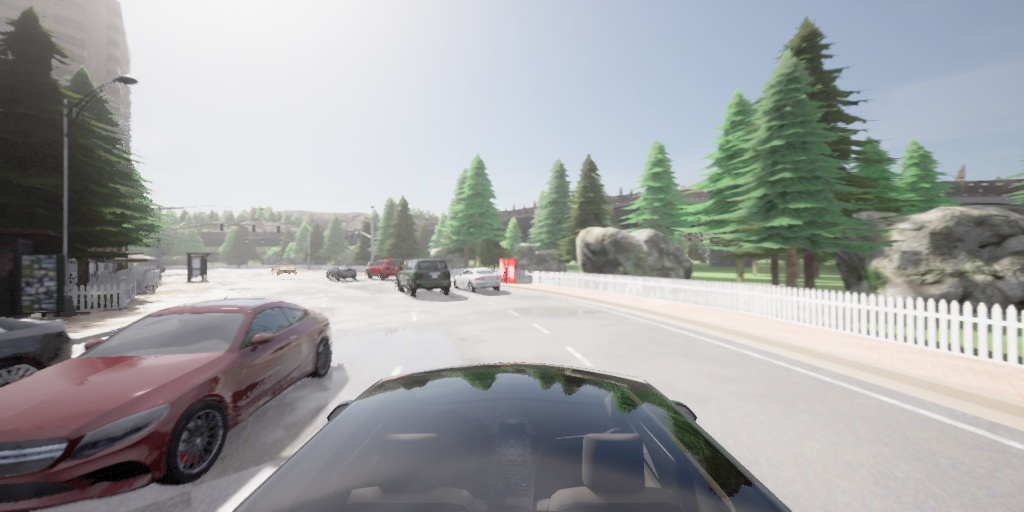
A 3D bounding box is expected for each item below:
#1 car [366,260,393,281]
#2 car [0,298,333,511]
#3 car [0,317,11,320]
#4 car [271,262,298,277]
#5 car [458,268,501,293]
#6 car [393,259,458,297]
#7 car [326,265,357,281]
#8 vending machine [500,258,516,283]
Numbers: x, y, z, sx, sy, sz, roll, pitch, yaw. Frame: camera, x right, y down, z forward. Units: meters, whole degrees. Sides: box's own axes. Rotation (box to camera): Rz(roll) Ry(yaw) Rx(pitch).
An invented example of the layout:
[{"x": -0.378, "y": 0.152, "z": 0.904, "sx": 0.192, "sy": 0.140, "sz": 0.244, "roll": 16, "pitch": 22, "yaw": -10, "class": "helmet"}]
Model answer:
[{"x": -12.979, "y": 1.393, "z": 36.712, "sx": 2.150, "sy": 2.045, "sz": 5.566, "roll": 0, "pitch": -1, "yaw": -42, "class": "car"}, {"x": -3.933, "y": 1.340, "z": 4.728, "sx": 1.812, "sy": 1.442, "sz": 4.674, "roll": 0, "pitch": -1, "yaw": -7, "class": "car"}, {"x": -7.288, "y": 1.326, "z": 3.212, "sx": 2.128, "sy": 1.511, "sz": 4.902, "roll": 0, "pitch": 0, "yaw": -5, "class": "car"}, {"x": -25.065, "y": 1.408, "z": 39.387, "sx": 1.882, "sy": 1.535, "sz": 5.008, "roll": 0, "pitch": -1, "yaw": -43, "class": "car"}, {"x": -2.280, "y": 1.476, "z": 22.806, "sx": 1.812, "sy": 1.442, "sz": 4.674, "roll": 0, "pitch": -1, "yaw": -28, "class": "car"}, {"x": -5.253, "y": 1.187, "z": 21.046, "sx": 2.150, "sy": 2.045, "sz": 5.566, "roll": 0, "pitch": -1, "yaw": -28, "class": "car"}, {"x": -17.217, "y": 1.700, "z": 36.143, "sx": 2.128, "sy": 1.511, "sz": 4.902, "roll": 0, "pitch": -1, "yaw": -42, "class": "car"}, {"x": -0.301, "y": 1.165, "z": 27.513, "sx": 1.100, "sy": 2.100, "sz": 0.880, "roll": 0, "pitch": 0, "yaw": -32, "class": "vending machine"}]
